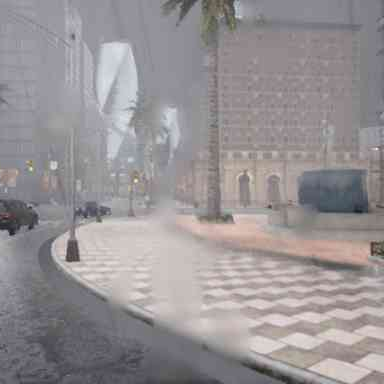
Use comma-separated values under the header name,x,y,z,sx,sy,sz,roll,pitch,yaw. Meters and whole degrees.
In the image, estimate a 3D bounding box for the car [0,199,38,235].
name,x,y,z,sx,sy,sz,roll,pitch,yaw
car,-11.416,1.471,20.567,2.150,2.045,5.566,0,-1,-8

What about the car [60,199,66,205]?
name,x,y,z,sx,sy,sz,roll,pitch,yaw
car,-29.831,2.423,79.174,2.161,1.482,4.786,0,-1,-5

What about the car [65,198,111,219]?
name,x,y,z,sx,sy,sz,roll,pitch,yaw
car,-10.416,1.739,34.439,2.097,1.767,4.553,0,-1,23
